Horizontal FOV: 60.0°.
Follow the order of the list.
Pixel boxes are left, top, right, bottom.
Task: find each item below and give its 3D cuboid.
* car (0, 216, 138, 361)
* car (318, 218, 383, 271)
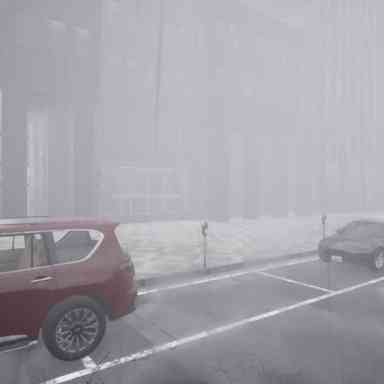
[{"bbox_3d":[-3.160,1.315,4.395,5.009,1.841,2.192,0,0,-36],"label":"car"},{"bbox_3d":[5.971,1.566,10.912,4.313,1.339,1.947,0,0,-36],"label":"car"}]
